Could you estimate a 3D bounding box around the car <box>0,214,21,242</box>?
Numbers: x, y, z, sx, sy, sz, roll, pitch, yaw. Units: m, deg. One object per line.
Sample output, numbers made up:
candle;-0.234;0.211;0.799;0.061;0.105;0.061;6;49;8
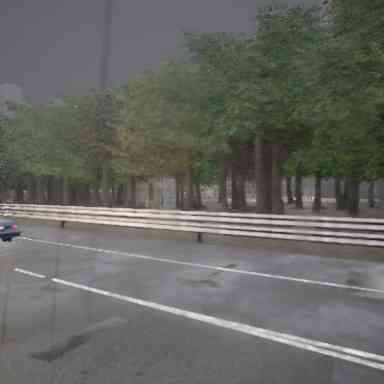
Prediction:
car;-10.003;1.555;15.329;5.357;1.411;2.033;0;0;35
